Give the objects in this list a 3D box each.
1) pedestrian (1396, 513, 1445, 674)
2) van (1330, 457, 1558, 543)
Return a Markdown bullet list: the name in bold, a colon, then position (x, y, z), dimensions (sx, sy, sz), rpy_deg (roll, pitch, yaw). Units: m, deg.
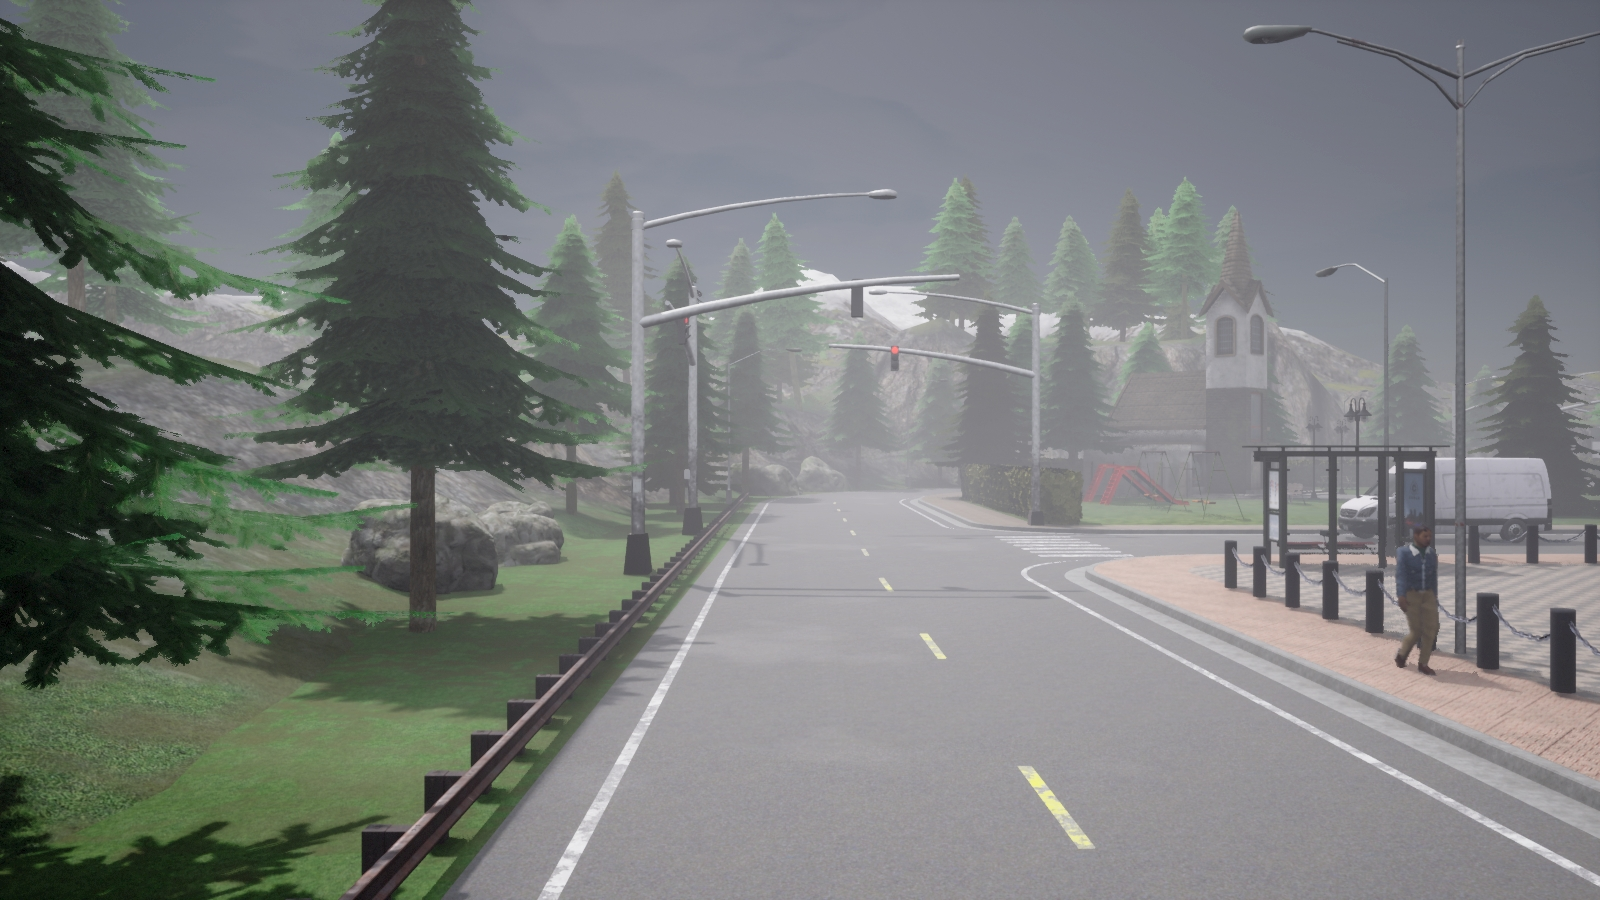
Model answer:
- **pedestrian**: position (7.348, 1.691, 13.533), dimensions (0.375, 1.860, 0.375), rpy_deg (0, 0, -1)
- **van**: position (19.746, 1.515, 35.223), dimensions (5.915, 2.561, 1.988), rpy_deg (0, 0, 0)
